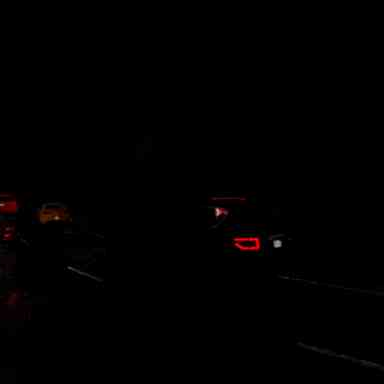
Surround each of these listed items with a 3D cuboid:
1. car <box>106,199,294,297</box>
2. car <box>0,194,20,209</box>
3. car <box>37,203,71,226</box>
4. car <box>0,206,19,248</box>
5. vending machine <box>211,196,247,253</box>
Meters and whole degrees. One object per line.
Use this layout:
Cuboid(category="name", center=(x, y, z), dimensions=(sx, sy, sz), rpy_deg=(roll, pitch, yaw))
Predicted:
Cuboid(category="car", center=(-0.090, 1.218, 8.947), dimensions=(5.566, 2.045, 2.150), rpy_deg=(-1, 0, 44))
Cuboid(category="car", center=(-17.395, 1.220, 31.018), dimensions=(2.150, 2.045, 5.566), rpy_deg=(0, 0, -26))
Cuboid(category="car", center=(-9.768, 1.476, 23.411), dimensions=(1.882, 1.535, 5.008), rpy_deg=(0, 0, -27))
Cuboid(category="car", center=(-8.548, 1.525, 14.023), dimensions=(1.812, 1.442, 4.674), rpy_deg=(0, 0, -33))
Cuboid(category="vending machine", center=(1.436, 1.195, 12.947), dimensions=(1.100, 2.100, 0.880), rpy_deg=(0, 0, -43))
